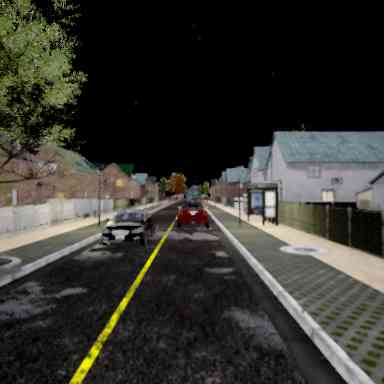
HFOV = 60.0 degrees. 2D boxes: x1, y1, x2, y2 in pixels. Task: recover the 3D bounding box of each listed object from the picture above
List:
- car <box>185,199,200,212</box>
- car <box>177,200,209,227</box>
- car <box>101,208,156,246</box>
[{"bbox_3d":[0.064,1.697,42.710,1.812,1.442,4.674,0,0,0],"label":"car"},{"bbox_3d":[0.072,1.424,23.521,2.097,1.767,4.553,0,0,0],"label":"car"},{"bbox_3d":[-2.830,1.536,15.580,2.128,1.511,4.902,0,0,0],"label":"car"}]
